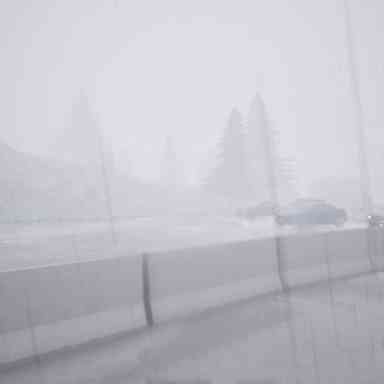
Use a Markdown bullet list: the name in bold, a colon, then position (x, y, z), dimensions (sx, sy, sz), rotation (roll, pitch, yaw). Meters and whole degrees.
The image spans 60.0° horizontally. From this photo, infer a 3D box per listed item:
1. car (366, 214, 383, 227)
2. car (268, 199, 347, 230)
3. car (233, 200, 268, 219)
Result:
- **car**: position (12.388, 1.522, 19.339), dimensions (4.718, 1.301, 1.895), rotation (0, 0, -27)
- **car**: position (7.413, 1.395, 20.643), dimensions (5.008, 1.535, 1.882), rotation (0, 0, -28)
- **car**: position (5.632, 1.416, 27.642), dimensions (4.674, 1.442, 1.812), rotation (0, 0, -28)
